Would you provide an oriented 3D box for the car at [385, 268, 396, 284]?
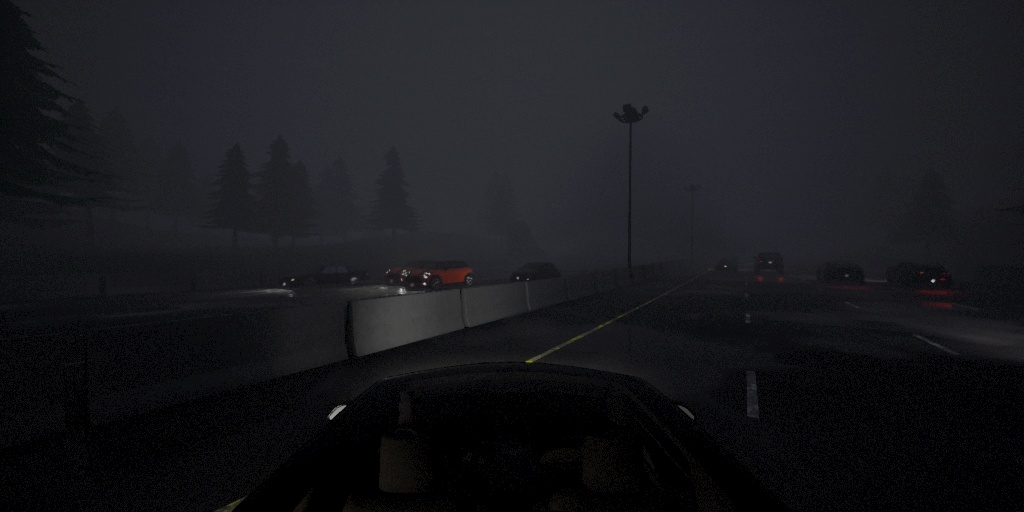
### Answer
[{"bbox_3d":[-6.619,1.045,25.180,2.097,1.767,4.553,0,0,33],"label":"car"}]

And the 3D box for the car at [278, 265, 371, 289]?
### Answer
[{"bbox_3d":[-11.976,1.262,23.360,2.033,1.411,5.357,0,0,33],"label":"car"}]

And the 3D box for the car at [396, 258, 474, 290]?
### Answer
[{"bbox_3d":[-4.430,1.056,22.125,2.097,1.767,4.553,0,0,33],"label":"car"}]

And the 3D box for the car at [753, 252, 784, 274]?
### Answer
[{"bbox_3d":[24.673,0.628,34.482,2.150,2.045,5.566,0,1,33],"label":"car"}]

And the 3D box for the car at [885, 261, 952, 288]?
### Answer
[{"bbox_3d":[25.093,1.073,22.264,1.837,1.490,4.892,0,1,33],"label":"car"}]

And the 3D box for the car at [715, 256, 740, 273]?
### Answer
[{"bbox_3d":[22.118,0.956,36.980,1.994,1.385,4.181,0,1,33],"label":"car"}]

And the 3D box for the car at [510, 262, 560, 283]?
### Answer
[{"bbox_3d":[1.693,1.169,25.126,1.837,1.490,4.892,0,1,33],"label":"car"}]

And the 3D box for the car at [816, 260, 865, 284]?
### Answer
[{"bbox_3d":[22.530,1.032,24.745,1.882,1.535,5.008,0,1,33],"label":"car"}]
